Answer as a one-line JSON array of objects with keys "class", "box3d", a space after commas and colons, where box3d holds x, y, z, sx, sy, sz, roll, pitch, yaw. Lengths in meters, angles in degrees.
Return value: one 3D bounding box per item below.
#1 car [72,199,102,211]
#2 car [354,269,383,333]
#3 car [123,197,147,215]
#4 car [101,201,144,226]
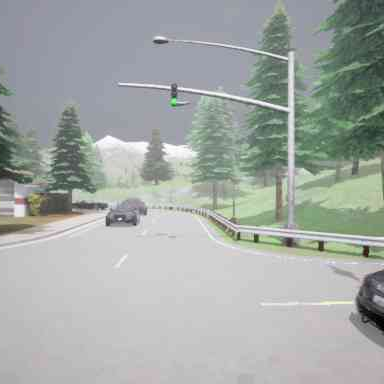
[{"class": "car", "box3d": [-12.654, 1.564, 40.478, 4.718, 1.301, 1.895, 0, 0, 12]}, {"class": "car", "box3d": [4.818, 1.632, 5.069, 4.181, 1.385, 1.994, 1, 0, -3]}, {"class": "car", "box3d": [-5.854, 1.320, 32.937, 2.097, 1.767, 4.553, 0, 0, -21]}, {"class": "car", "box3d": [-4.731, 1.540, 23.176, 1.994, 1.385, 4.181, 0, 0, -4]}]
